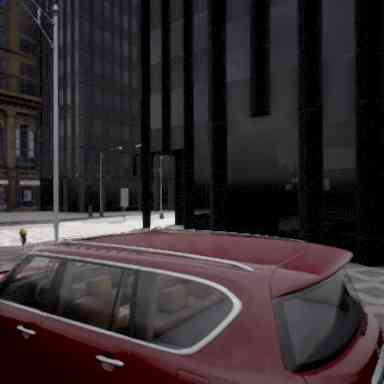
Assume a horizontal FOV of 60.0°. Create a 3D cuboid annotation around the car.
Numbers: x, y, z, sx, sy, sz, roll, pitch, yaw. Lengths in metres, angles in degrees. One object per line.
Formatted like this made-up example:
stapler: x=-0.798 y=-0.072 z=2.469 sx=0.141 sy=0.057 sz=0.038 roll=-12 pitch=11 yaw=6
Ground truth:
car: x=-0.749 y=1.340 z=3.491 sx=5.009 sy=1.841 sz=2.192 roll=-1 pitch=0 yaw=35
